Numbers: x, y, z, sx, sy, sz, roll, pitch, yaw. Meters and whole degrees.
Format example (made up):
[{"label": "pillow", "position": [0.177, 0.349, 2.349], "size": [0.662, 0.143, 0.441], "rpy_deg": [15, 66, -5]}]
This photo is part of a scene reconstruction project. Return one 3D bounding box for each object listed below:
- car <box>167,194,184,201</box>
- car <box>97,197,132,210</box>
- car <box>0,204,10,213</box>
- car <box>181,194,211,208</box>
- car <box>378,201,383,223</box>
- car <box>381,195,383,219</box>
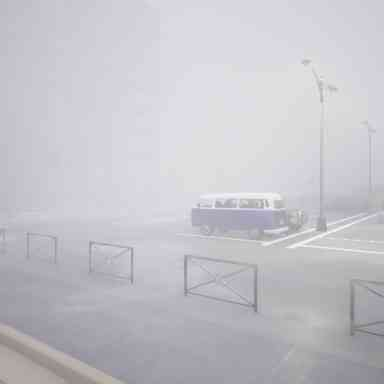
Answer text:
[{"label": "car", "position": [-3.884, 1.285, 77.466], "size": [1.851, 1.617, 3.988], "rpy_deg": [0, 0, 36]}, {"label": "car", "position": [-9.971, 1.422, 43.139], "size": [1.882, 1.535, 5.008], "rpy_deg": [0, 0, 36]}, {"label": "car", "position": [-19.453, 1.492, 29.948], "size": [2.033, 1.411, 5.357], "rpy_deg": [0, 0, 36]}, {"label": "car", "position": [0.623, 1.477, 57.721], "size": [2.128, 1.511, 4.902], "rpy_deg": [0, 0, 36]}, {"label": "car", "position": [13.977, 1.395, 20.962], "size": [3.806, 1.475, 1.970], "rpy_deg": [0, 0, 36]}, {"label": "car", "position": [17.224, 1.153, 25.499], "size": [4.605, 1.855, 1.932], "rpy_deg": [0, 0, 36]}]
